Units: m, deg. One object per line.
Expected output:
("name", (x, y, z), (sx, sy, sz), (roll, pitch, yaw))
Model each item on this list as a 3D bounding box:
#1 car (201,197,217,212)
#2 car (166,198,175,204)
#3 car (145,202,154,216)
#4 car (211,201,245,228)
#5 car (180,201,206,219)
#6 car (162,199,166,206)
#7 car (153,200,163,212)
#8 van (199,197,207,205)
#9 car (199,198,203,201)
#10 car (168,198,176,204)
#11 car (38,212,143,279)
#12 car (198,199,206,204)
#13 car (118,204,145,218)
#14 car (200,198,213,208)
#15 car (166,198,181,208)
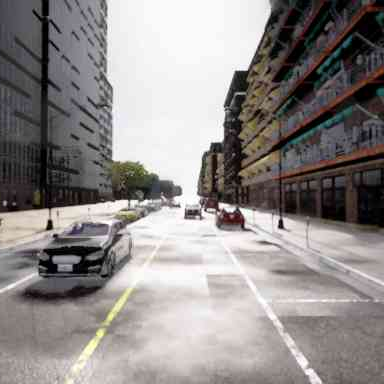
("car", (2.711, 1.853, 47.003), (2.192, 1.841, 5.009), (1, -1, 0))
("car", (-5.636, 2.384, 86.493), (1.967, 1.590, 4.097), (1, -1, 0))
("car", (-5.675, 1.964, 35.682), (2.008, 1.369, 4.403), (1, -1, 0))
("car", (2.704, 1.726, 24.419), (1.967, 1.590, 4.097), (1, -1, 0))
("car", (0.100, 1.946, 34.344), (2.033, 1.411, 5.357), (0, -1, 0))
("car", (-5.672, 2.148, 52.619), (2.008, 1.369, 4.403), (1, -1, 0))
("car", (-5.673, 2.088, 46.973), (2.008, 1.369, 4.403), (1, -1, 0))
("van", (2.717, 2.230, 80.878), (1.690, 1.788, 3.998), (1, -1, 0))
("car", (0.072, 2.007, 44.935), (2.128, 1.511, 4.902), (0, -1, 0))
("car", (-5.629, 2.439, 92.140), (1.967, 1.590, 4.097), (1, -1, 0))
("car", (-3.099, 1.617, 10.583), (2.128, 1.511, 4.902), (0, -1, 0))
("car", (2.717, 2.544, 92.170), (1.887, 1.381, 4.507), (1, -1, 0))
("car", (-5.676, 1.873, 29.866), (1.752, 1.417, 4.829), (1, -1, 0))
("car", (2.714, 2.031, 63.940), (2.192, 1.841, 5.009), (1, -1, 0))
("car", (-3.009, 2.240, 60.047), (1.994, 1.385, 4.181), (0, -1, 0))
